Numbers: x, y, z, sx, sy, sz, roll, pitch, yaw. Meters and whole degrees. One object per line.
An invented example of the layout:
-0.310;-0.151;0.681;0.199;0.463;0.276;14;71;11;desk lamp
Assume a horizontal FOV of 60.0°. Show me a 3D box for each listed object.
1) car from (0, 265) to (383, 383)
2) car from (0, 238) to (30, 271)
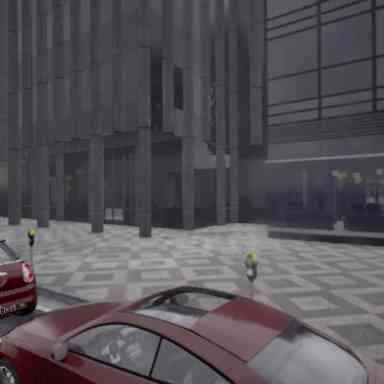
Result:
-0.228;1.599;3.123;4.206;1.307;1.802;-1;0;35;car
-4.855;1.511;6.416;4.097;1.590;1.967;-1;0;35;car
